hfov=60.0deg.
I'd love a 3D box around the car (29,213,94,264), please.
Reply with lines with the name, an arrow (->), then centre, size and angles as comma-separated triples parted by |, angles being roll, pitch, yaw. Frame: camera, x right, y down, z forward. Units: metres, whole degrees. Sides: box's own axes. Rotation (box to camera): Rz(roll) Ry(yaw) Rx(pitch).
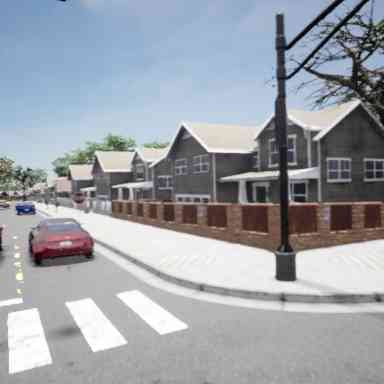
car -> -5.045, 1.669, 12.626 | 1.994, 1.385, 4.181 | -2, 0, -28

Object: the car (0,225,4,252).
car -> -7.944, 1.682, 11.987 | 1.882, 1.535, 5.008 | -2, 0, -28

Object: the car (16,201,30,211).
car -> -26.981, 2.179, 53.046 | 1.895, 1.301, 4.718 | -2, 0, -28

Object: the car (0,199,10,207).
car -> -40.137, 2.412, 71.363 | 1.882, 1.535, 5.008 | -2, 0, -29

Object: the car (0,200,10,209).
car -> -32.753, 2.252, 57.760 | 1.837, 1.490, 4.892 | -2, 1, -28

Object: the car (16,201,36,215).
car -> -19.928, 1.889, 40.049 | 1.882, 1.535, 5.008 | -2, 1, -28
